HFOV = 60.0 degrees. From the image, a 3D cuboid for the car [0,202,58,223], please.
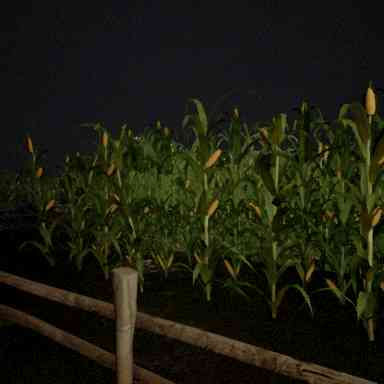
[{"bbox_3d":[-12.045,1.449,24.428,1.994,1.385,4.181,0,1,35],"label":"car"}]
